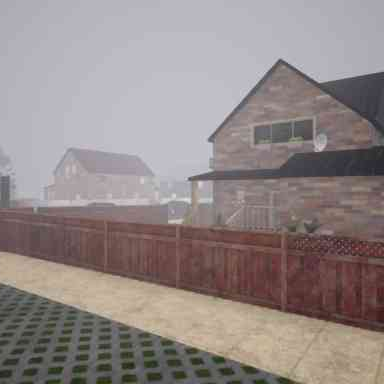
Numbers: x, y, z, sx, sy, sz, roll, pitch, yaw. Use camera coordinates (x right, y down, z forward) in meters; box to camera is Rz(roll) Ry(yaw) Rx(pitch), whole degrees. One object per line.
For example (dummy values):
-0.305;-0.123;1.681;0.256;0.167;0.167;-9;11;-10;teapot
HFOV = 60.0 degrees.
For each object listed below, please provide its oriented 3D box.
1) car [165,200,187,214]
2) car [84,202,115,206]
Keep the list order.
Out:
-2.000;1.701;37.914;1.837;1.490;4.892;0;0;35;car
-8.383;1.632;28.973;1.837;1.490;4.892;0;-1;35;car
